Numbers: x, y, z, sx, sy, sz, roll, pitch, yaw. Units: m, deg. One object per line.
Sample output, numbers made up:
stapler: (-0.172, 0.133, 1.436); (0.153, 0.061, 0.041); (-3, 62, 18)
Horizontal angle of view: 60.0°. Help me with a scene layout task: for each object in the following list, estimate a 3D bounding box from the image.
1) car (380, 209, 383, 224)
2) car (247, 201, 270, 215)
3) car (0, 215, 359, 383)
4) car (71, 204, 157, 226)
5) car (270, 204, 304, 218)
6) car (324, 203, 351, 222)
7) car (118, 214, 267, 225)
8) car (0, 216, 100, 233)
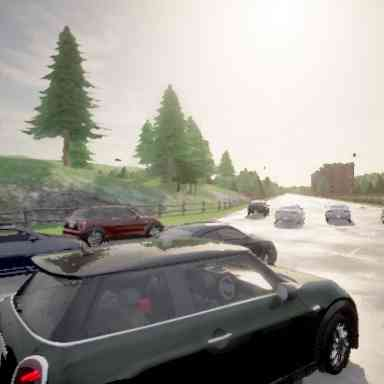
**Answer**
car: (14.265, 1.591, 22.913); (1.882, 1.535, 5.008); (0, 0, 24)
car: (6.809, 1.638, 33.864); (1.837, 1.490, 4.892); (0, 0, 18)
car: (0.076, 1.368, 4.068); (4.553, 1.767, 2.097); (0, 0, -37)
car: (-3.455, 1.396, 15.231); (4.553, 1.767, 2.097); (0, 0, -44)
car: (7.502, 1.632, 25.504); (1.812, 1.442, 4.674); (0, 0, 23)
car: (12.067, 1.650, 27.696); (1.812, 1.442, 4.674); (0, 0, 21)
car: (0.520, 1.559, 9.278); (4.674, 1.442, 1.812); (0, 0, -44)
car: (-4.995, 1.583, 9.084); (4.181, 1.385, 1.994); (0, 0, -38)
